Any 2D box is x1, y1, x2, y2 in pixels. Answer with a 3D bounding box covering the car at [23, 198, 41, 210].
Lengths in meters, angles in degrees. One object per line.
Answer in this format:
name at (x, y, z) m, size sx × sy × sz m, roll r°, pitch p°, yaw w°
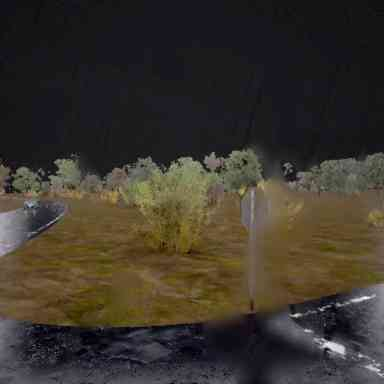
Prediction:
car at (-22.379, 1.629, 46.691) m, size 2.128 × 1.511 × 4.902 m, roll 0°, pitch 0°, yaw -19°
